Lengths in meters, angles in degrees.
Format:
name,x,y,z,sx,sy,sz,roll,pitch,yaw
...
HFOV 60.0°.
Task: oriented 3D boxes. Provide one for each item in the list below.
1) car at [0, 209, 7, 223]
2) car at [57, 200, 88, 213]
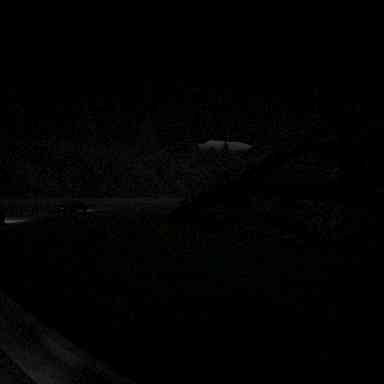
name,x,y,z,sx,sy,sz,roll,pitch,yaw
car,-14.587,1.593,23.326,1.812,1.442,4.674,0,0,-12
car,-14.411,1.691,40.295,1.812,1.442,4.674,0,0,11
